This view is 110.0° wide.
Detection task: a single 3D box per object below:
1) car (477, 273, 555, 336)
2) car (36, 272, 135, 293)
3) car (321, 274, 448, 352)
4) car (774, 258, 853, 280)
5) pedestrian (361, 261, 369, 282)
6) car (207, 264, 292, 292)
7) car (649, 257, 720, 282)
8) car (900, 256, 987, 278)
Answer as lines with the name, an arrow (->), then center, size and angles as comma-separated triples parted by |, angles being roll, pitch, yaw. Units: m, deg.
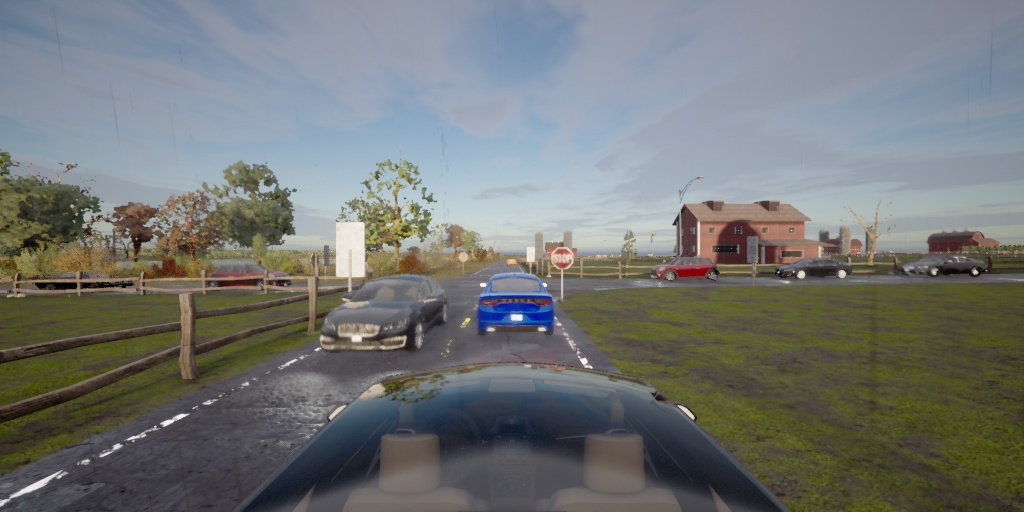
car -> 0.062, 1.226, 10.486 | 1.882, 1.535, 5.008 | 0, 0, -1
car -> -28.057, 1.729, 23.716 | 4.718, 1.301, 1.895 | -1, 0, 2
car -> -2.821, 1.254, 8.955 | 1.837, 1.490, 4.892 | 0, 0, 0
car -> 21.892, 0.904, 26.184 | 4.892, 1.490, 1.837 | -1, 0, 0
pedestrian -> -12.175, 1.162, 29.453 | 0.375, 1.860, 0.375 | 0, 1, 0
car -> -17.098, 1.330, 23.533 | 4.553, 1.767, 2.097 | -1, 0, 1
car -> 12.490, 0.888, 26.192 | 4.553, 1.767, 2.097 | -1, 0, -1
car -> 31.288, 0.752, 26.106 | 4.902, 1.511, 2.128 | -1, 0, 1
